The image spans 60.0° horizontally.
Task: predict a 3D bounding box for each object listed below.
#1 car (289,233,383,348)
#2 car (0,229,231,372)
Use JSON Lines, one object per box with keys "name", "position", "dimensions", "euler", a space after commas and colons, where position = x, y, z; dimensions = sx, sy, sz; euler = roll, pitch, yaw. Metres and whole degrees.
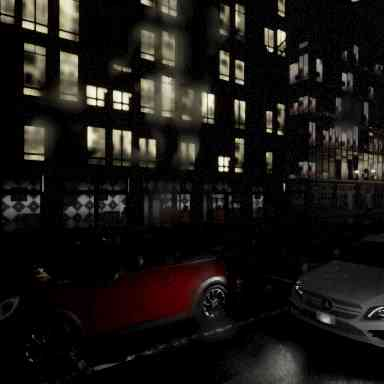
{"name": "car", "position": [3.795, 1.526, 6.083], "dimensions": [4.674, 1.442, 1.812], "euler": [0, 0, -35]}
{"name": "car", "position": [-1.352, 1.440, 5.589], "dimensions": [4.097, 1.590, 1.967], "euler": [0, 0, -35]}
